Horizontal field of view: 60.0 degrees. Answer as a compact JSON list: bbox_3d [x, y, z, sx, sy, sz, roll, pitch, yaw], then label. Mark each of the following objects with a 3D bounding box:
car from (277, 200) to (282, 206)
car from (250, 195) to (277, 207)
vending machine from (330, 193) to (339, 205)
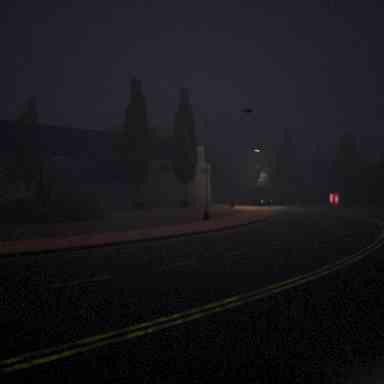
[{"bbox_3d":[12.917,1.511,55.520,2.033,1.411,5.357,0,0,-18],"label":"car"},{"bbox_3d":[10.544,1.319,50.751,2.097,1.767,4.553,0,0,-14],"label":"car"},{"bbox_3d":[24.204,1.146,56.516,1.100,2.100,0.880,0,0,-16],"label":"vending machine"}]
